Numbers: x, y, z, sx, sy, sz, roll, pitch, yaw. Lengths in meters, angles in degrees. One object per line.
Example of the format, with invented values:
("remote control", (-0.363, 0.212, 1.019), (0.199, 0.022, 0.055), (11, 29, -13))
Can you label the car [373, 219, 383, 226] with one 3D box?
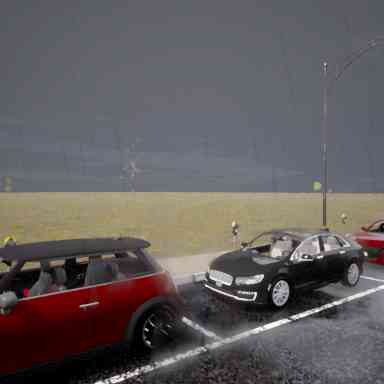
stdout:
("car", (6.807, 1.547, 10.954), (4.507, 1.381, 1.887), (0, 1, -36))

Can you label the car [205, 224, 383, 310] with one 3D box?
("car", (2.302, 1.552, 7.735), (4.403, 1.369, 2.008), (0, 1, -36))

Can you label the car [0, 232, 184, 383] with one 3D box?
("car", (-2.202, 1.440, 4.516), (4.097, 1.590, 1.967), (0, 1, -36))
